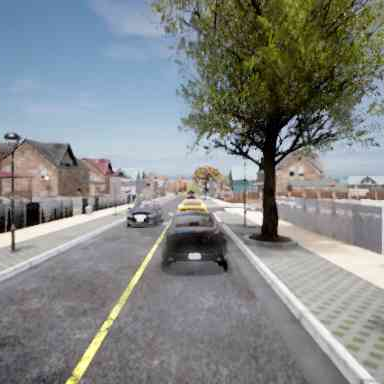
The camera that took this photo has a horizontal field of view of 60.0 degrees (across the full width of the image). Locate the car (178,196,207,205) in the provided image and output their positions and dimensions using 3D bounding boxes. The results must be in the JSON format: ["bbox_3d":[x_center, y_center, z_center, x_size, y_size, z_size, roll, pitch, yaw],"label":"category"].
[{"bbox_3d":[0.043,1.260,22.824,1.882,1.535,5.008,0,0,0],"label":"car"}]

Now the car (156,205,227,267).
[{"bbox_3d":[0.066,1.388,10.909,1.837,1.490,4.892,0,0,0],"label":"car"}]

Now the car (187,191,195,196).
[{"bbox_3d":[-0.245,1.146,80.168,1.895,1.301,4.718,0,0,0],"label":"car"}]

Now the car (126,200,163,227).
[{"bbox_3d":[-2.881,1.289,21.006,2.128,1.511,4.902,0,0,0],"label":"car"}]
